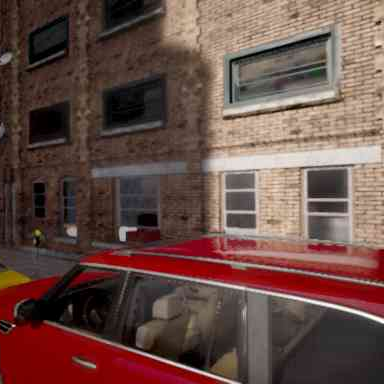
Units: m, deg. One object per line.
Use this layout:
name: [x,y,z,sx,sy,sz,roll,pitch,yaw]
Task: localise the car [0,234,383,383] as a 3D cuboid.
car: [-0.090,1.331,2.940,5.009,1.841,2.192,-1,-1,35]
